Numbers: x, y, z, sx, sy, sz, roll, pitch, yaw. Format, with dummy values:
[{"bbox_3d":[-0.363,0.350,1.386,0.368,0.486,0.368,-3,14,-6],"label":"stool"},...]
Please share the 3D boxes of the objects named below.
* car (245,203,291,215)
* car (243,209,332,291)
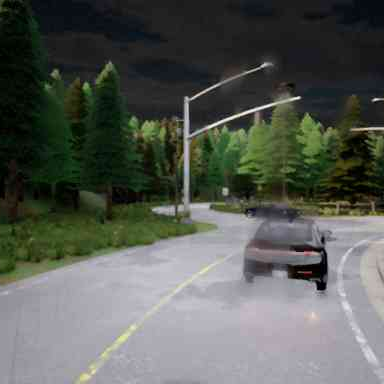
[{"bbox_3d":[6.133,1.522,25.887,1.895,1.301,4.718,0,0,-26],"label":"car"},{"bbox_3d":[2.685,1.456,9.078,2.128,1.511,4.902,0,0,21],"label":"car"}]
